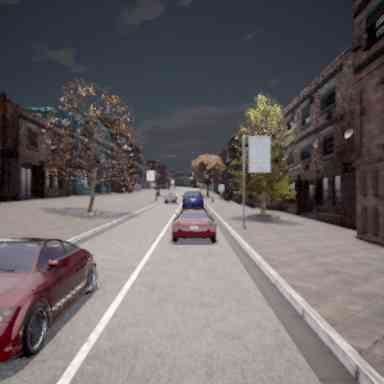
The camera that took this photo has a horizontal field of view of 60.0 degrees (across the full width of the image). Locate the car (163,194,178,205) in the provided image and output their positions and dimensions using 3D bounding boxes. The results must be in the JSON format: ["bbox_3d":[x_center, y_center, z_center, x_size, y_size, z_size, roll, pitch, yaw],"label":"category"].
[{"bbox_3d":[-3.088,1.048,48.948,1.837,1.490,4.892,0,0,0],"label":"car"}]

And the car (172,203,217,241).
[{"bbox_3d":[0.099,1.427,15.789,1.994,1.385,4.181,0,1,0],"label":"car"}]

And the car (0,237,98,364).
[{"bbox_3d":[-3.100,1.524,5.799,1.994,1.385,4.181,0,1,0],"label":"car"}]

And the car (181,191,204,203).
[{"bbox_3d":[0.093,0.906,34.191,2.150,2.045,5.566,0,1,0],"label":"car"}]
